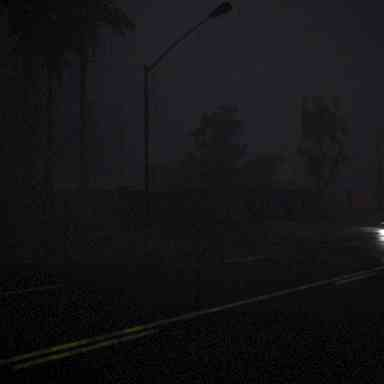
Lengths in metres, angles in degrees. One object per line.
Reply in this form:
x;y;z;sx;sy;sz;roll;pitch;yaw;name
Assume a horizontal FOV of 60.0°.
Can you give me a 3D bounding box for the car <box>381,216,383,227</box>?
15.043;1.810;23.286;4.181;1.385;1.994;0;0;-35;car
